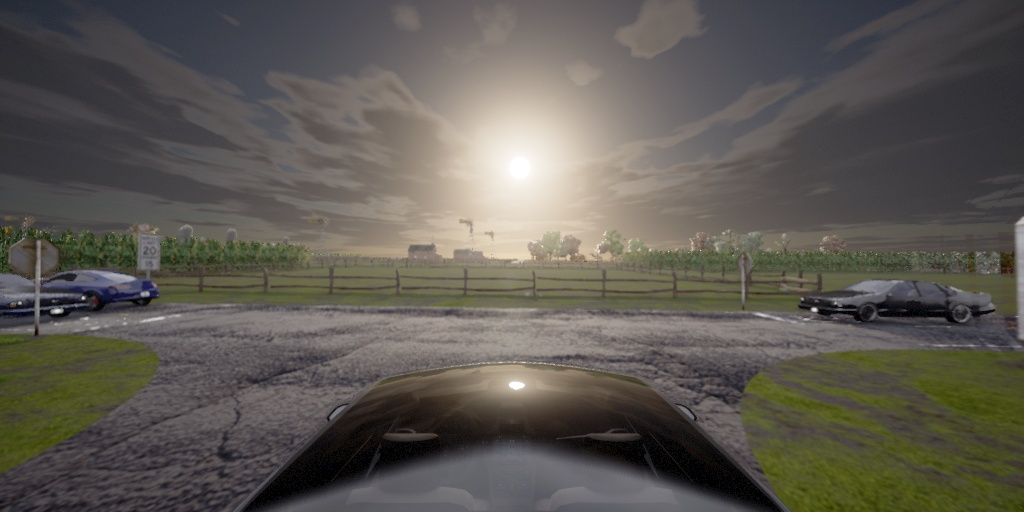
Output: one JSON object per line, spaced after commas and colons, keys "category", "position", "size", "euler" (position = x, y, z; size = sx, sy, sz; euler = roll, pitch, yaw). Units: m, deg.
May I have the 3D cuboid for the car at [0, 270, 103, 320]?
{"category": "car", "position": [-16.057, 1.215, 10.713], "size": [5.357, 1.411, 2.033], "euler": [0, -1, 3]}

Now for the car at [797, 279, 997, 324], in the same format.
{"category": "car", "position": [13.283, 1.519, 12.555], "size": [5.357, 1.411, 2.033], "euler": [0, -1, 1]}

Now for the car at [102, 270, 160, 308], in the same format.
{"category": "car", "position": [-16.108, 1.253, 13.588], "size": [4.674, 1.442, 1.812], "euler": [0, -1, 2]}
